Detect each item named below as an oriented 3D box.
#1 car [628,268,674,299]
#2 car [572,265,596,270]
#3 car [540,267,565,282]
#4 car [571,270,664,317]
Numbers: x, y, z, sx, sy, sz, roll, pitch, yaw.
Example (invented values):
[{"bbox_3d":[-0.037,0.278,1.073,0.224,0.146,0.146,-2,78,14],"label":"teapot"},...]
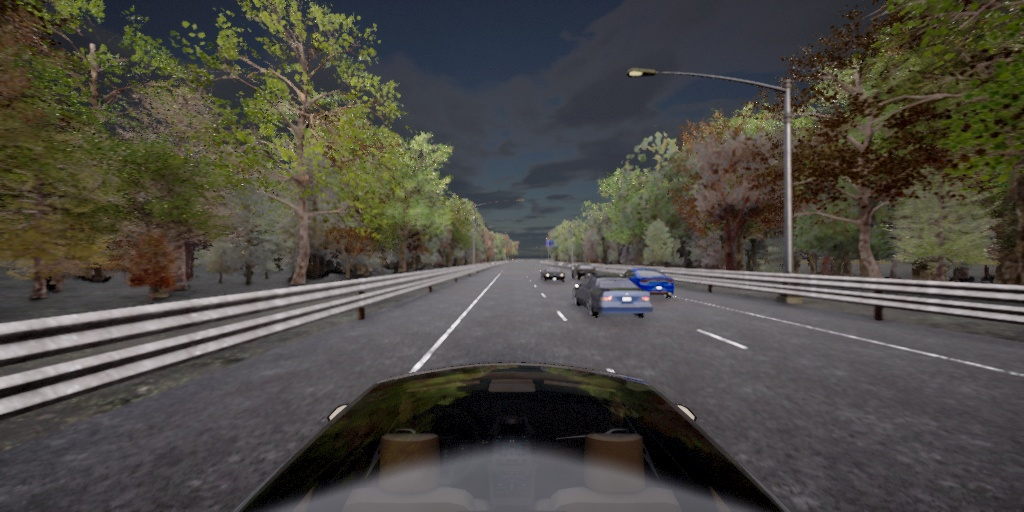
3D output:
[{"bbox_3d":[7.119,1.425,19.814,1.882,1.535,5.008,0,-1,0],"label":"car"},{"bbox_3d":[7.135,1.596,35.792,1.882,1.535,5.008,0,-1,0],"label":"car"},{"bbox_3d":[3.632,1.687,32.742,1.895,1.301,4.718,0,-1,0],"label":"car"},{"bbox_3d":[3.611,1.429,13.758,2.033,1.411,5.357,0,-1,0],"label":"car"}]
